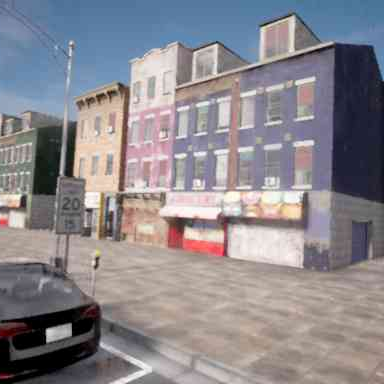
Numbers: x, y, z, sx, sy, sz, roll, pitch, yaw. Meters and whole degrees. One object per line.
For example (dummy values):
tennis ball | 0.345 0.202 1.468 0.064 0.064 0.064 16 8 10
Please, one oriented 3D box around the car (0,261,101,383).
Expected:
car | -3.227 1.809 5.510 4.313 1.339 1.947 -1 -5 41
